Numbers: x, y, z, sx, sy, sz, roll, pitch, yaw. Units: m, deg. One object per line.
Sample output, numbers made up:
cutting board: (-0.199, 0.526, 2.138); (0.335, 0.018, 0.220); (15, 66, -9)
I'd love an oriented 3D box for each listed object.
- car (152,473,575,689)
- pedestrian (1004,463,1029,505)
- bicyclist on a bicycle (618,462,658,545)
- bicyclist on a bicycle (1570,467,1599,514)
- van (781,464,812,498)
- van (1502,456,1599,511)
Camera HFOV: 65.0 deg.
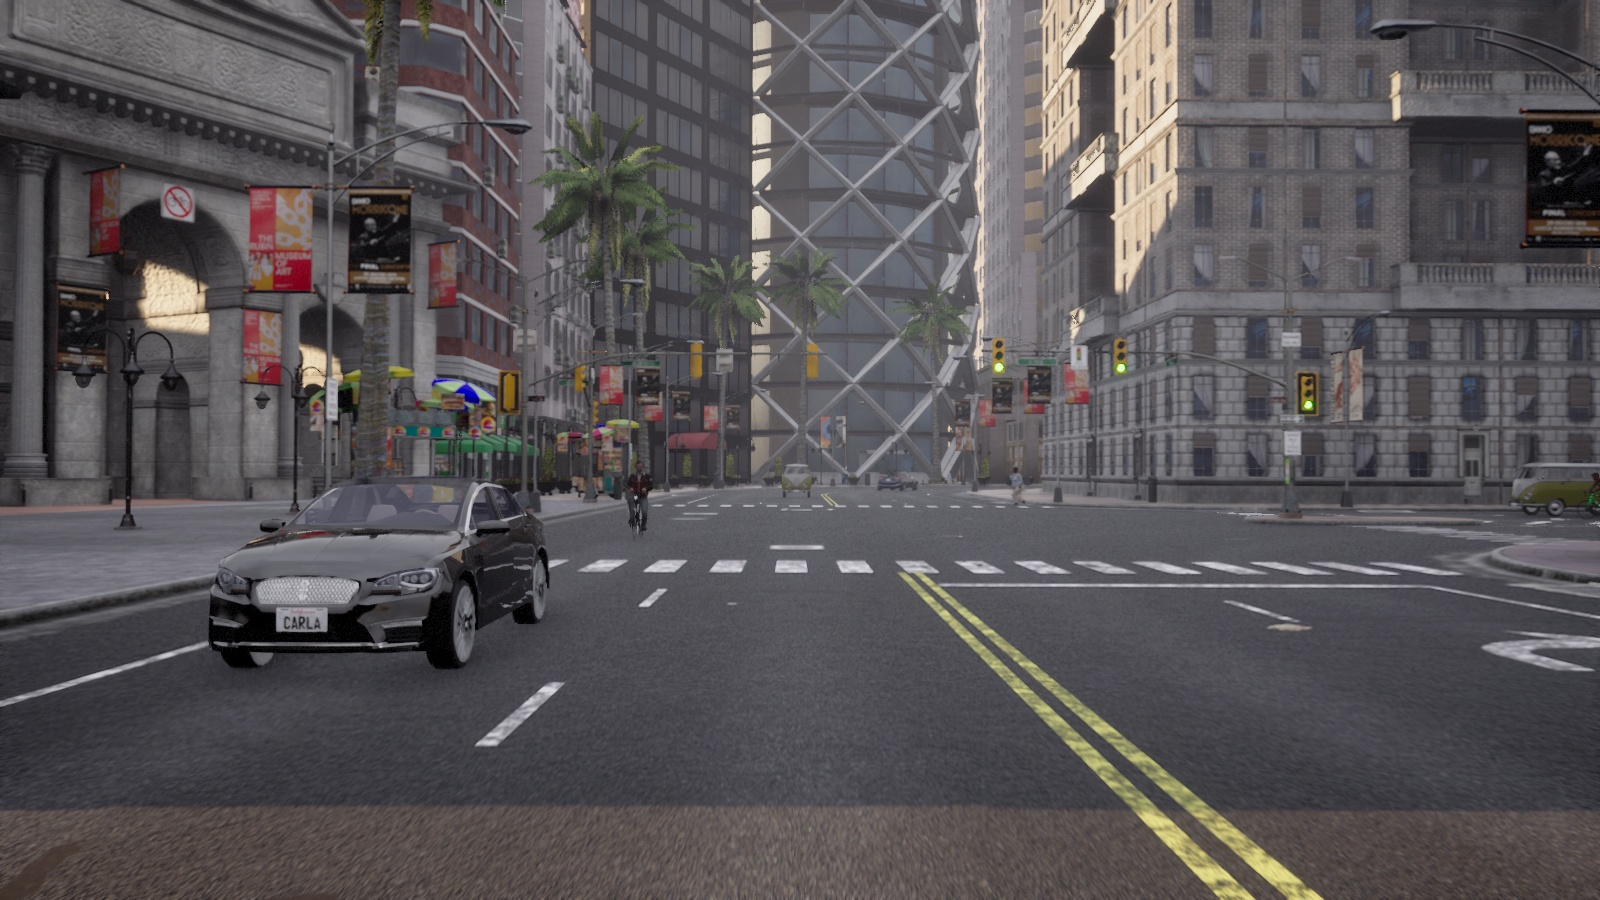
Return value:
car: (-3.528, 0.975, 11.351); (2.128, 1.511, 4.902); (0, -1, 0)
pedestrian: (9.812, 1.534, 56.868); (0.900, 1.855, 0.874); (0, -1, -4)
bicyclist on a bicycle: (-3.569, 1.164, 27.771); (0.659, 1.776, 1.843); (0, -1, 0)
bicyclist on a bicycle: (27.761, 1.387, 43.613); (1.656, 1.620, 0.582); (-1, -1, -1)
van: (-0.183, 1.819, 74.692); (1.775, 1.987, 4.442); (0, -1, 0)
van: (29.081, 1.240, 47.132); (4.442, 1.987, 1.775); (0, -1, -1)
